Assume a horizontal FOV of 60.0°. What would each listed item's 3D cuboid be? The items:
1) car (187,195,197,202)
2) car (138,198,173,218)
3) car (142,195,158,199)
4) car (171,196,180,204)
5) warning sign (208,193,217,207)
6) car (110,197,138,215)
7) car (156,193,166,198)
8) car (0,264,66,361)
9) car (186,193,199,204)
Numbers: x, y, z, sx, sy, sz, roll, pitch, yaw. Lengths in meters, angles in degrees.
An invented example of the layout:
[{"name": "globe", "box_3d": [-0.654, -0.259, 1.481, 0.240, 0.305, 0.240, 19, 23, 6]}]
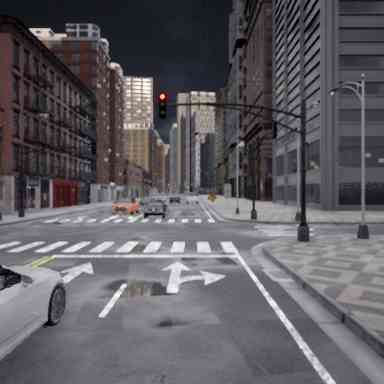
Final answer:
[{"name": "car", "box_3d": [0.004, 1.339, 72.883, 2.033, 1.411, 5.357, 0, 0, 0]}, {"name": "car", "box_3d": [-3.148, 1.526, 29.773, 2.033, 1.411, 5.357, 0, 0, 0]}, {"name": "car", "box_3d": [-6.593, 1.455, 48.839, 1.837, 1.490, 4.892, 0, 0, 0]}, {"name": "car", "box_3d": [-3.204, 1.434, 62.551, 1.837, 1.490, 4.892, 0, 0, 1]}, {"name": "warning sign", "box_3d": [2.850, 1.070, 46.370, 1.300, 1.860, 1.060, 0, 0, 0]}, {"name": "car", "box_3d": [-6.598, 1.327, 32.804, 2.097, 1.767, 4.553, 0, 0, 0]}, {"name": "car", "box_3d": [-6.497, 1.239, 67.850, 2.150, 2.045, 5.566, 0, 0, 0]}, {"name": "car", "box_3d": [-3.150, 1.523, 4.035, 1.812, 1.442, 4.674, 0, 0, 0]}, {"name": "car", "box_3d": [0.050, 1.151, 62.379, 2.150, 2.045, 5.566, 0, 0, 0]}]
